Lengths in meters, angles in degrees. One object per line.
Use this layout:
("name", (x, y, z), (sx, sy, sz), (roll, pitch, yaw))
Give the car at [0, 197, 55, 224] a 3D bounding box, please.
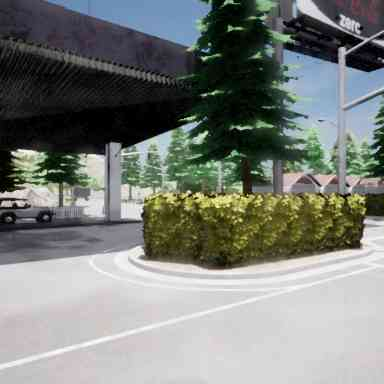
("car", (-11.918, 1.313, 23.516), (3.866, 1.878, 1.905), (0, 0, -36))
